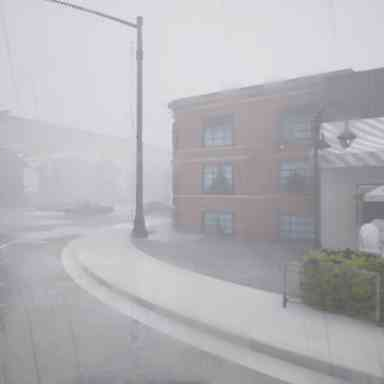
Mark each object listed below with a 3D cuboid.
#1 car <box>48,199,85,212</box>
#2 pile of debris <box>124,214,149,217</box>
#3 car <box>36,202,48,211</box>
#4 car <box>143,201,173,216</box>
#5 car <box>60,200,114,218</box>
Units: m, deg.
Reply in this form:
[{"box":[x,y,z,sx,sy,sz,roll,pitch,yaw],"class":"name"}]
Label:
[{"box":[-13.533,1.570,38.569,2.128,1.511,4.902,0,0,33],"class":"car"},{"box":[-5.321,2.250,31.795,1.500,0.140,1.860,0,0,33],"class":"pile of debris"},{"box":[-16.562,1.642,40.320,1.994,1.385,4.181,0,0,33],"class":"car"},{"box":[-3.691,1.608,34.052,1.812,1.442,4.674,0,0,32],"class":"car"},{"box":[-9.633,1.667,31.399,1.895,1.301,4.718,0,0,31],"class":"car"}]
